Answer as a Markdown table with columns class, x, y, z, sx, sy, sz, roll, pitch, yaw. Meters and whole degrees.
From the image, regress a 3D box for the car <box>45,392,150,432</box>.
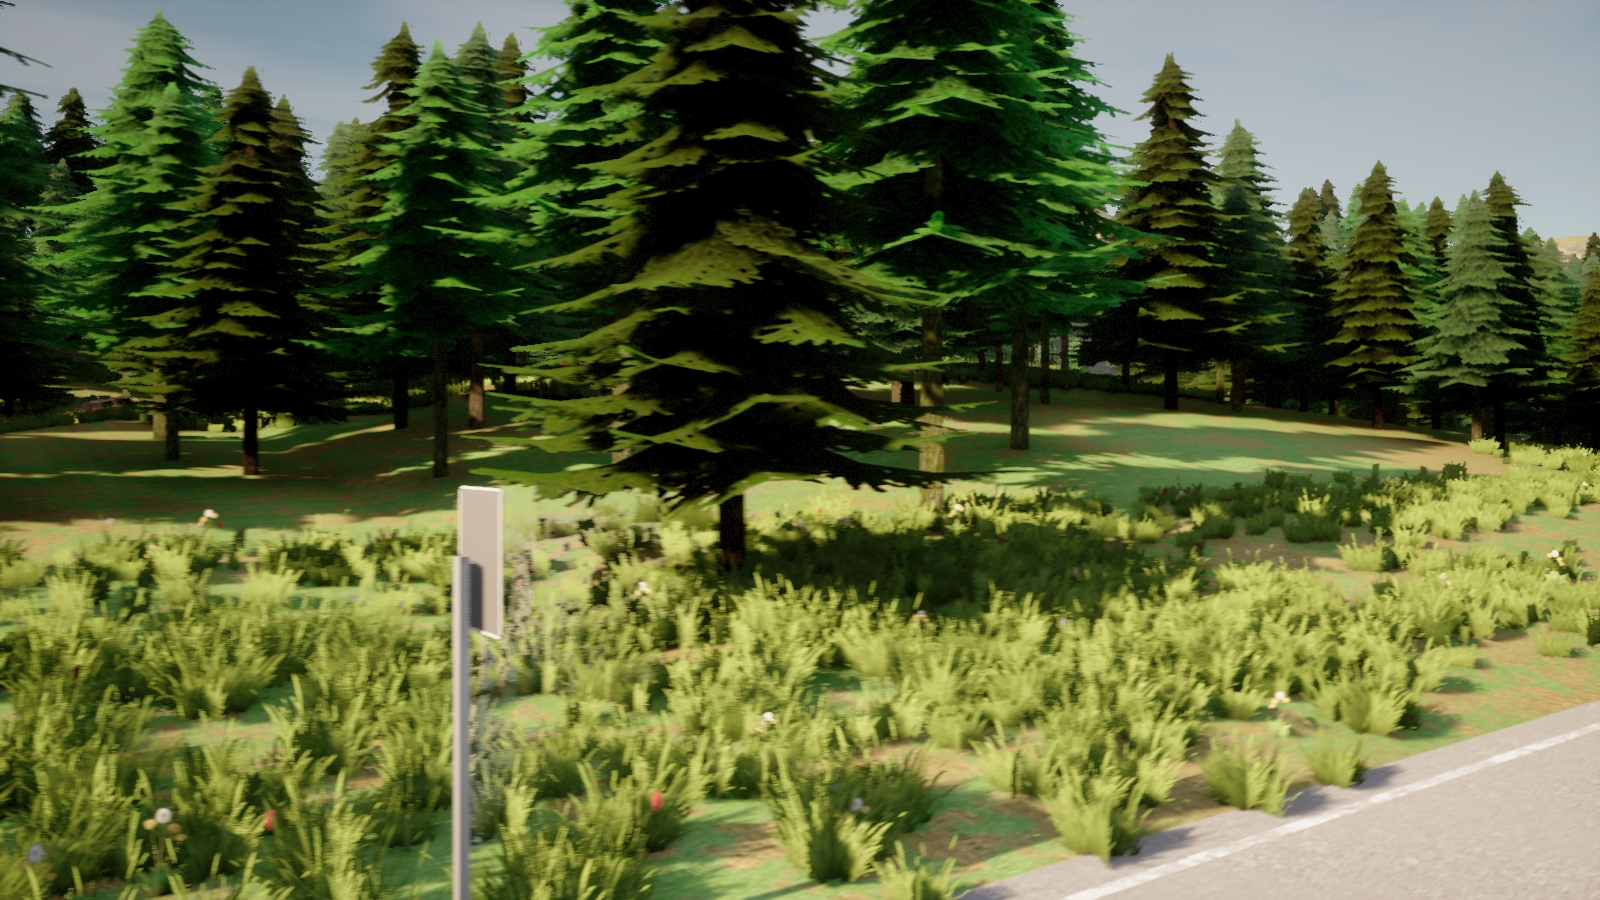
| class | x | y | z | sx | sy | sz | roll | pitch | yaw |
| --- | --- | --- | --- | --- | --- | --- | --- | --- | --- |
| car | -38.953 | -2.092 | 63.397 | 4.553 | 1.767 | 2.097 | -5 | -1 | 9 |
